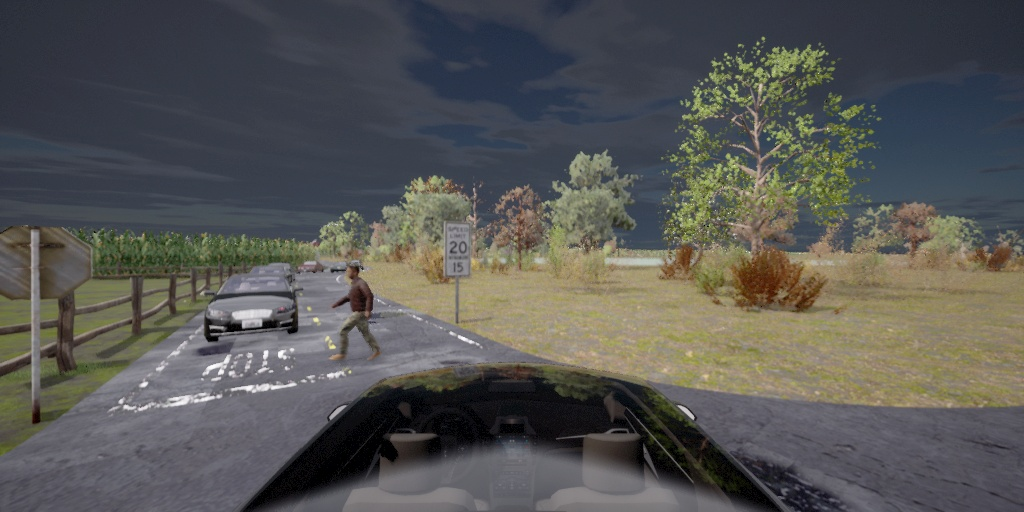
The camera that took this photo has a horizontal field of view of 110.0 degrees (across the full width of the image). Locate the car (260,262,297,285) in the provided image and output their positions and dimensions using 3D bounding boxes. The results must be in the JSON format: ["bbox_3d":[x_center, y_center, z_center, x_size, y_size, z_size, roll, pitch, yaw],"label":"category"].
[{"bbox_3d":[-17.374,1.235,26.854,1.837,1.490,4.892,0,0,-28],"label":"car"}]

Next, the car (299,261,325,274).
[{"bbox_3d":[-22.951,1.294,41.045,1.812,1.442,4.674,0,0,-13],"label":"car"}]

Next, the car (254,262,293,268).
[{"bbox_3d":[-12.105,1.230,17.882,2.128,1.511,4.902,0,0,-32],"label":"car"}]

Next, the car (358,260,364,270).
[{"bbox_3d":[-22.708,1.264,52.366,1.812,1.442,4.674,0,0,-17],"label":"car"}]

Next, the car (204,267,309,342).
[{"bbox_3d":[-7.086,1.236,10.015,2.128,1.511,4.902,0,0,-33],"label":"car"}]

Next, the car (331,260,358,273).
[{"bbox_3d":[-20.171,1.302,42.792,1.994,1.385,4.181,0,0,-14],"label":"car"}]

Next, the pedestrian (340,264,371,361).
[{"bbox_3d":[-2.894,1.041,6.623,0.375,1.860,0.375,-1,1,-33],"label":"pedestrian"}]
